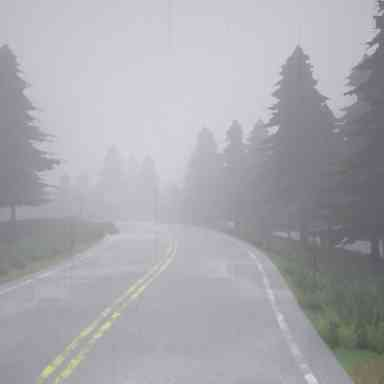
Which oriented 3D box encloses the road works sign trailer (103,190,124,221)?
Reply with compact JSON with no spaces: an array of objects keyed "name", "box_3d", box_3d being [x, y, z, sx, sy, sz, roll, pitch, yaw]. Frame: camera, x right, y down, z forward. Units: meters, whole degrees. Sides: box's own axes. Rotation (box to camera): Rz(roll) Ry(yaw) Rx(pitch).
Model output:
[{"name":"road works sign trailer","box_3d":[-9.838,1.610,39.592,2.880,3.560,2.380,-4,-7,34]}]
